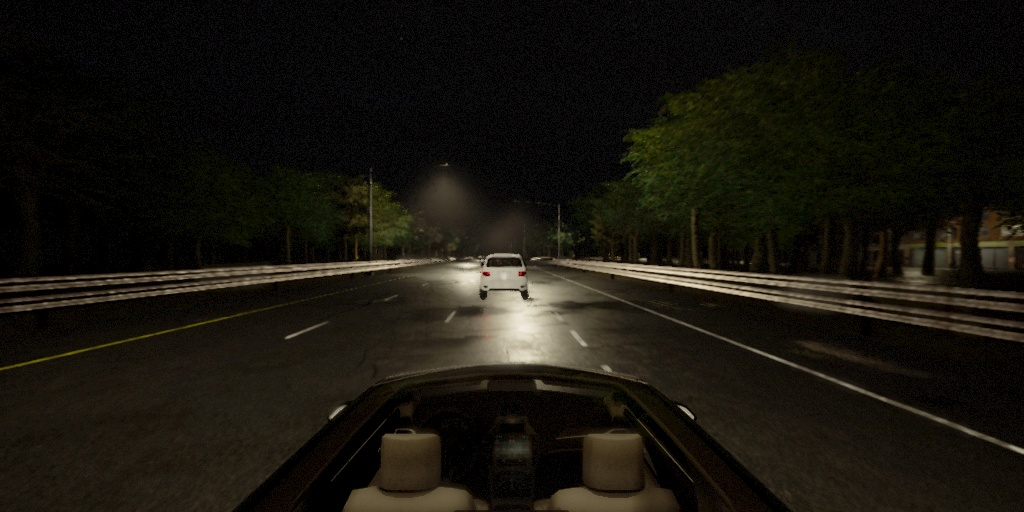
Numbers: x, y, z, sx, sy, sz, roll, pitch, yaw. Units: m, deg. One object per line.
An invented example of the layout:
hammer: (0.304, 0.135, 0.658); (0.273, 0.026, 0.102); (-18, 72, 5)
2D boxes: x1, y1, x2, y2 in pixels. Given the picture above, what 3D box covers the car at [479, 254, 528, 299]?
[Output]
car: (-0.408, 0.928, 18.063); (2.150, 2.045, 5.566); (0, 0, -2)
